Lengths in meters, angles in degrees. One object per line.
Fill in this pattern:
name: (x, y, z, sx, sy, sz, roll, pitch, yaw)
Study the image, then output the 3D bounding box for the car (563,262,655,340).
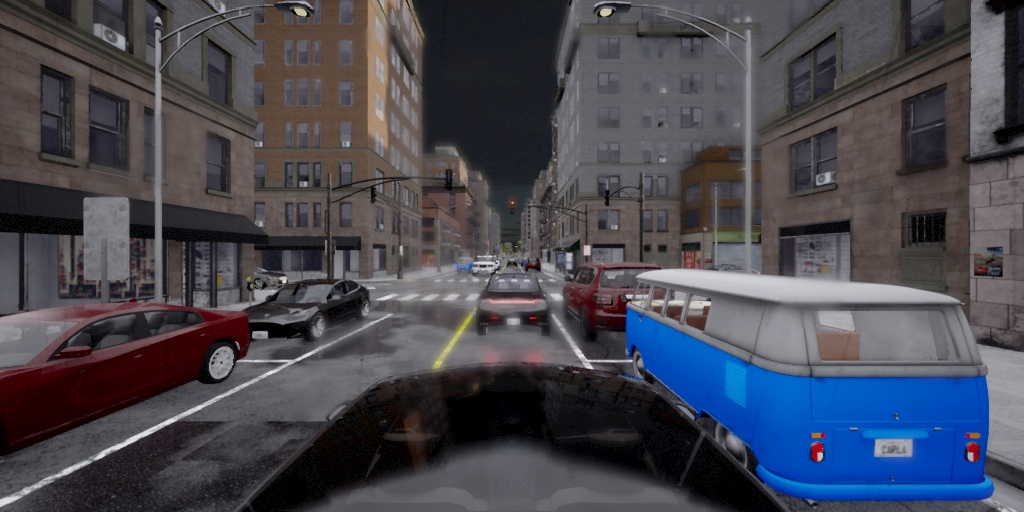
car: (2.645, 1.064, 9.843, 2.192, 1.841, 5.009, 0, 0, 0)

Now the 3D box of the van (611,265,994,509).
van: (2.643, 1.091, 4.331, 1.690, 1.789, 3.998, 0, 0, 0)

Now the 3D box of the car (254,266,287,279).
car: (-16.235, 1.304, 21.719, 4.902, 1.511, 2.128, 0, 0, 0)

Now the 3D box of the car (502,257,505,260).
car: (-2.805, 1.231, 60.906, 2.128, 1.511, 4.902, 0, 0, 0)

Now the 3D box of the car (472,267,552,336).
car: (0.053, 1.241, 10.383, 2.128, 1.511, 4.902, 0, 0, 0)

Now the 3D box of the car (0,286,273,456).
car: (-5.382, 1.295, 4.334, 1.888, 1.381, 4.507, 0, 0, 0)

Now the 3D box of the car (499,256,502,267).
car: (-2.831, 0.962, 48.441, 2.150, 2.045, 5.566, 0, 0, 0)

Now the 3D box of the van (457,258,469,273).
van: (-5.391, 1.084, 41.809, 1.690, 1.789, 3.998, 0, 0, 0)

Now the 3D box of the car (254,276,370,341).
car: (-5.380, 1.315, 9.845, 1.948, 1.339, 4.313, 0, 0, 0)

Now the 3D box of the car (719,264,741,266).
car: (14.666, 1.241, 24.711, 4.181, 1.385, 1.994, 0, 0, 0)

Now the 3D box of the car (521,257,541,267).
car: (2.724, 1.057, 47.214, 2.192, 1.841, 5.009, 0, 0, 0)

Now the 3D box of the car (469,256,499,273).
car: (-2.837, 0.966, 37.510, 2.150, 2.045, 5.566, 0, 0, 0)
